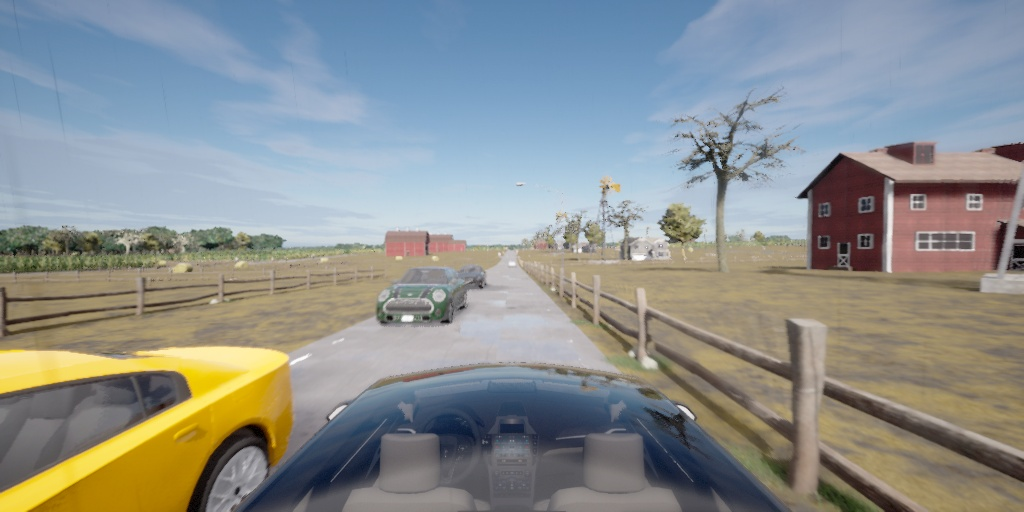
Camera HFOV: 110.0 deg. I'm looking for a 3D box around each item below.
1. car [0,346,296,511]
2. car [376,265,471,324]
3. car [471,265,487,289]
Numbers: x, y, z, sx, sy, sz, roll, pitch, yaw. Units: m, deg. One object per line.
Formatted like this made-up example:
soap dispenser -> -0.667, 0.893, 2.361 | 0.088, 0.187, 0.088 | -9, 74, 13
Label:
car -> -2.849, 1.225, 1.087 | 1.882, 1.535, 5.008 | 0, 0, 0
car -> -2.833, 1.142, 12.121 | 2.097, 1.767, 4.553 | 0, 0, 1
car -> -2.741, 1.379, 24.459 | 1.837, 1.490, 4.892 | 0, -1, 0
